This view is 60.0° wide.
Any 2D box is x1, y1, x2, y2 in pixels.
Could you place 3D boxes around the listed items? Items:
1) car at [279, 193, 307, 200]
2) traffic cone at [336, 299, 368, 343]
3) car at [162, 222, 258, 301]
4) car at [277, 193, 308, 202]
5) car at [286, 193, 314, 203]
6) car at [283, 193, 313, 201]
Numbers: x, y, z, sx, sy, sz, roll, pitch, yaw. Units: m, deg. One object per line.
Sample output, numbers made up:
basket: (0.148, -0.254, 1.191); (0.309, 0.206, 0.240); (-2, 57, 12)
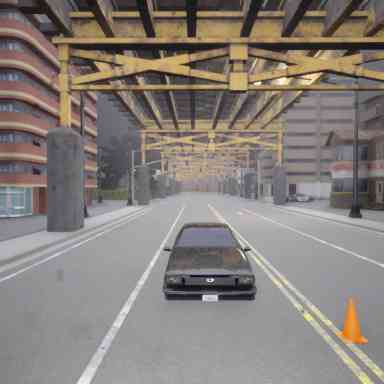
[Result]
car: (17.878, 0.801, 58.960); (4.536, 1.218, 1.853); (0, 1, 25)
traffic cone: (2.455, 1.949, 5.111); (0.340, 0.580, 0.340); (0, 0, 0)
car: (0.364, 1.533, 8.719); (2.033, 1.411, 5.357); (0, 0, 1)
car: (17.831, 0.958, 58.984); (4.974, 1.542, 2.038); (0, 1, 25)
car: (17.482, 1.006, 54.827); (4.974, 1.542, 2.038); (0, 1, -20)
car: (17.531, 0.848, 54.843); (4.536, 1.218, 1.853); (0, 1, -20)
